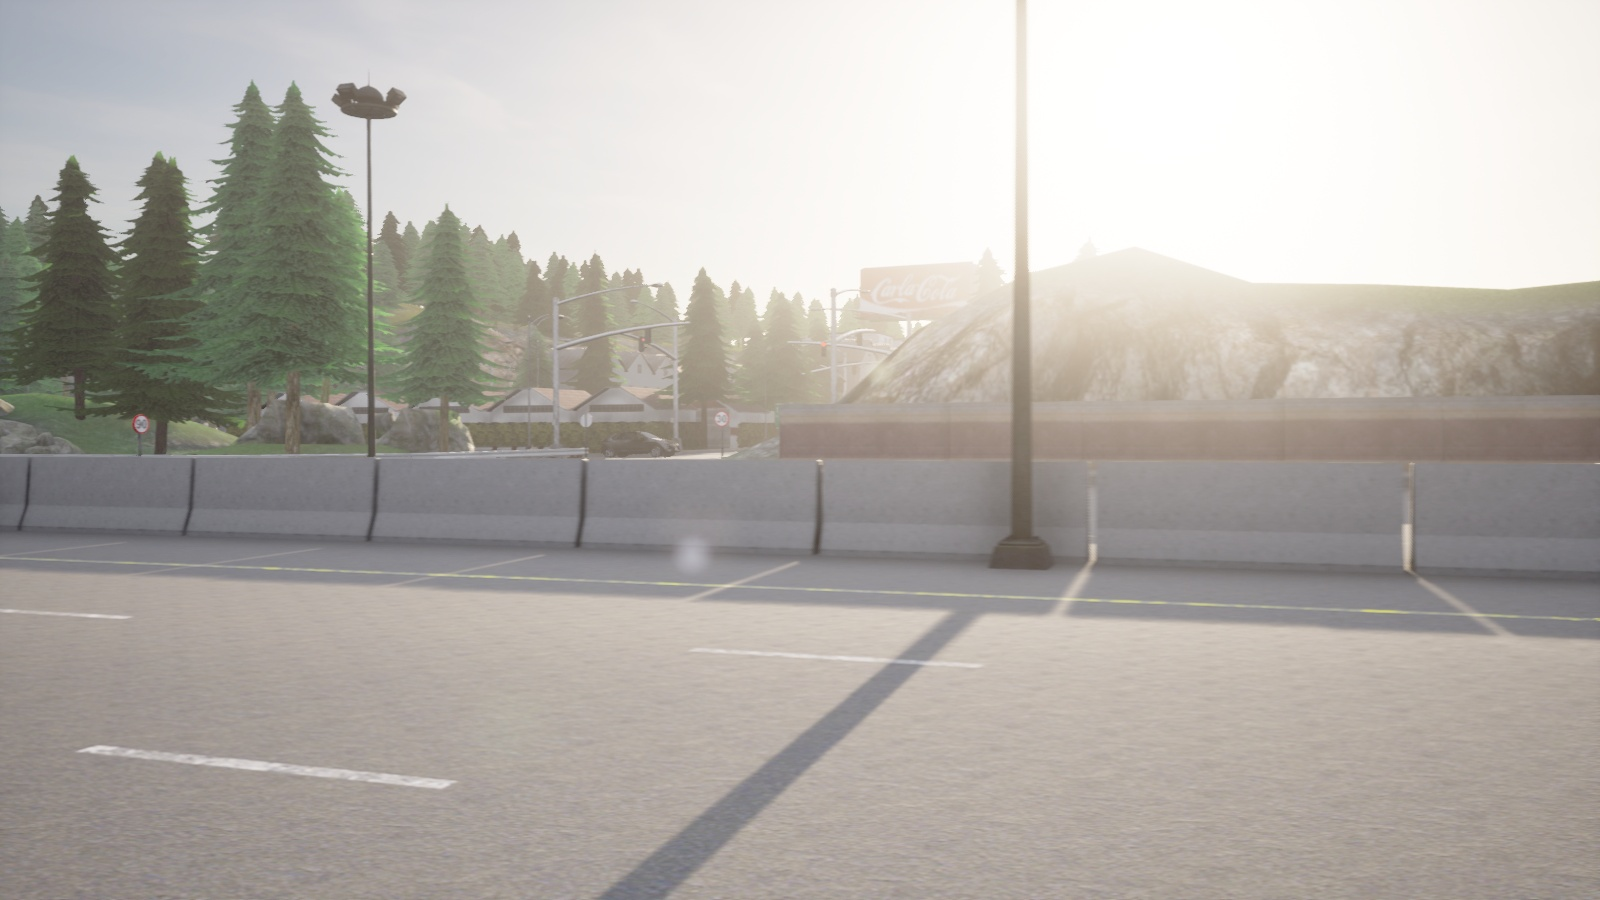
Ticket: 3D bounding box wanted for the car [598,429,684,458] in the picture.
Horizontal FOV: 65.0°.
[{"bbox_3d":[-8.541,-0.357,67.408,4.193,1.474,1.816,-1,0,19],"label":"car"}]
